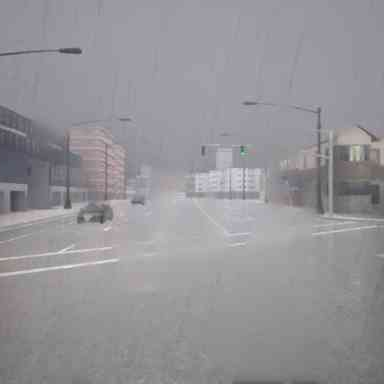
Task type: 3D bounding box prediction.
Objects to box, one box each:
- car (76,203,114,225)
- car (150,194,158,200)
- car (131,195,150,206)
[{"bbox_3d":[-7.148,1.561,24.950,2.128,1.511,4.902,0,0,-2],"label":"car"},{"bbox_3d":[-8.726,1.144,75.711,2.128,1.511,4.902,0,-1,-2],"label":"car"},{"bbox_3d":[-7.922,1.253,49.922,2.033,1.411,5.357,0,1,-2],"label":"car"}]
